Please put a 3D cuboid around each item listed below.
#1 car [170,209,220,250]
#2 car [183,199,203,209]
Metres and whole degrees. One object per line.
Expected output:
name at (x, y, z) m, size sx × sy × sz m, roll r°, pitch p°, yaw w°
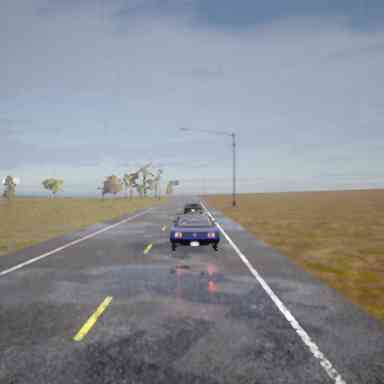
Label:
car at (0.103, 1.608, 14.406) m, size 1.895 × 1.301 × 4.718 m, roll 0°, pitch 0°, yaw 0°
car at (0.106, 1.522, 34.455) m, size 1.837 × 1.490 × 4.892 m, roll 0°, pitch 0°, yaw 0°
